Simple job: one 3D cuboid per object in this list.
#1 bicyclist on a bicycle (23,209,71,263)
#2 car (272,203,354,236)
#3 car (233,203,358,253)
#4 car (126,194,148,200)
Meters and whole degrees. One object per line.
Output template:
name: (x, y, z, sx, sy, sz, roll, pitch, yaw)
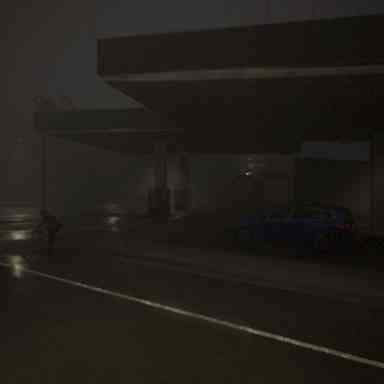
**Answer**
bicyclist on a bicycle: (-4.568, 1.376, 10.573, 0.582, 1.620, 1.656, 1, 1, 34)
car: (6.569, 1.417, 18.135, 3.806, 1.475, 1.970, 1, 0, 35)
car: (3.890, 1.263, 12.996, 4.611, 1.667, 2.242, 1, 0, 35)
car: (-12.363, 1.131, 74.780, 4.902, 1.511, 2.128, 0, 0, -31)
